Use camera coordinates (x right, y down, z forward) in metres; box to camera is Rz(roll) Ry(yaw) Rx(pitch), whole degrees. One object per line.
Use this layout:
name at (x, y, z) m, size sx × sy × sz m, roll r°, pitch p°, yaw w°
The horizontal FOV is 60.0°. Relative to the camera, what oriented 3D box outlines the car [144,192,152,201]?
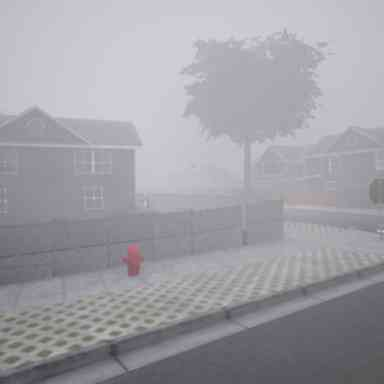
car at (-7.327, 0.707, 55.303) m, size 1.812 × 1.442 × 4.674 m, roll -1°, pitch 1°, yaw -22°
